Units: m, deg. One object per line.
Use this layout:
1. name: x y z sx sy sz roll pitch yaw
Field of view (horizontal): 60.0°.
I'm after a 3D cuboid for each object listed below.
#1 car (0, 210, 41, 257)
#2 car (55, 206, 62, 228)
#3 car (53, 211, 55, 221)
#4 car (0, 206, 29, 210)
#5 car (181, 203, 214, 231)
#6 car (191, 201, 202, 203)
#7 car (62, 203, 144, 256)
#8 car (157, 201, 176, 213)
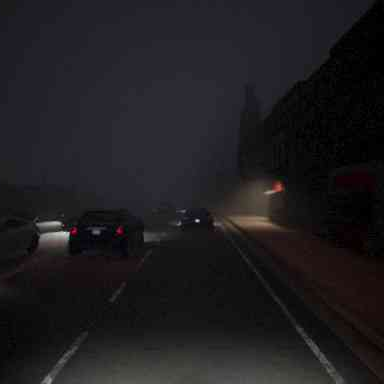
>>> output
1. car: -6.966 1.570 11.539 1.812 1.442 4.674 0 0 1
2. car: -6.816 1.651 21.456 1.994 1.385 4.181 0 0 1
3. car: -10.180 1.678 28.412 1.994 1.385 4.181 0 0 1
4. car: -10.368 1.563 18.365 2.128 1.511 4.902 0 0 1
5. car: 0.333 1.655 21.283 1.994 1.385 4.181 0 0 1
6. car: 0.538 1.715 39.379 2.033 1.411 5.357 0 0 1
7. car: -3.258 1.408 13.539 2.097 1.767 4.553 0 0 1
8. car: -2.948 1.726 38.843 1.994 1.385 4.181 0 0 1
